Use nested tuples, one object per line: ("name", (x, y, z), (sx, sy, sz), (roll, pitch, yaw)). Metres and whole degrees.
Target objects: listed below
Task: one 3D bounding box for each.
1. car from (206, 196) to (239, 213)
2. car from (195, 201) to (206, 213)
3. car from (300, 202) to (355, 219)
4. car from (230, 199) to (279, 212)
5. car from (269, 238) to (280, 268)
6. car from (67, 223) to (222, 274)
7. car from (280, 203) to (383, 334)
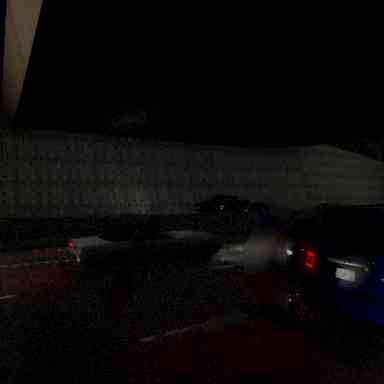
("car", (4.196, 1.536, 34.627), (4.553, 1.767, 2.097), (0, 0, -31))
("car", (3.044, 1.423, 38.016), (5.566, 2.045, 2.150), (0, 0, -31))
("car", (12.961, 1.717, 31.696), (5.357, 1.411, 2.033), (0, 0, -31))
("car", (6.305, 1.695, 31.792), (4.674, 1.442, 1.812), (0, 0, -31))
("car", (4.359, 1.619, 10.064), (4.181, 1.385, 1.994), (0, 0, -31))
("car", (-1.382, 1.658, 10.725), (4.718, 1.301, 1.895), (0, 0, -31))
("car", (4.464, 1.256, 6.056), (5.566, 2.045, 2.150), (0, 0, -31))
